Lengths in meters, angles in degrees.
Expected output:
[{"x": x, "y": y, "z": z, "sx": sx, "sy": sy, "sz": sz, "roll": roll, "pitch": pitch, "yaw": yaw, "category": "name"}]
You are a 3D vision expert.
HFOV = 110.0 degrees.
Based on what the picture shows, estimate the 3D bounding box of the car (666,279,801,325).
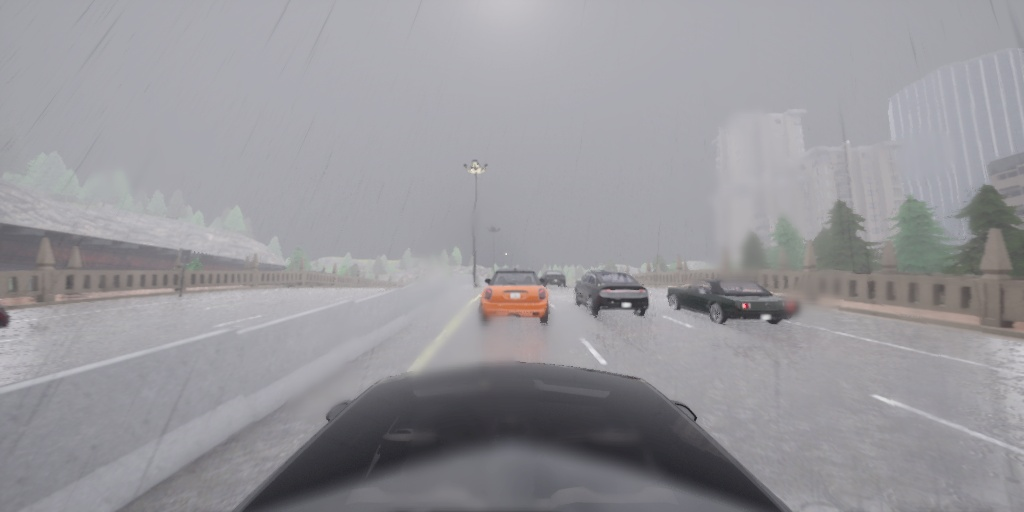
[{"x": 7.098, "y": 1.444, "z": 12.241, "sx": 1.895, "sy": 1.301, "sz": 4.718, "roll": 0, "pitch": 0, "yaw": 0, "category": "car"}]

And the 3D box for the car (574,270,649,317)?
[{"x": 3.598, "y": 1.348, "z": 13.691, "sx": 2.128, "sy": 1.511, "sz": 4.902, "roll": 0, "pitch": 0, "yaw": 0, "category": "car"}]

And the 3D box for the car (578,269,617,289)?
[{"x": 7.097, "y": 1.942, "z": 30.311, "sx": 2.128, "sy": 1.511, "sz": 4.902, "roll": 0, "pitch": -4, "yaw": 0, "category": "car"}]

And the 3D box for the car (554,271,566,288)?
[{"x": 3.597, "y": 2.046, "z": 31.991, "sx": 1.882, "sy": 1.535, "sz": 5.008, "roll": 0, "pitch": -4, "yaw": 0, "category": "car"}]

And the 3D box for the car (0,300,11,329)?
[{"x": -14.095, "y": 1.364, "z": 7.549, "sx": 1.994, "sy": 1.385, "sz": 4.181, "roll": 0, "pitch": 0, "yaw": 0, "category": "car"}]

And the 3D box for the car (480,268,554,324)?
[{"x": 0.098, "y": 1.197, "z": 12.591, "sx": 2.097, "sy": 1.767, "sz": 4.553, "roll": 0, "pitch": -1, "yaw": 0, "category": "car"}]
